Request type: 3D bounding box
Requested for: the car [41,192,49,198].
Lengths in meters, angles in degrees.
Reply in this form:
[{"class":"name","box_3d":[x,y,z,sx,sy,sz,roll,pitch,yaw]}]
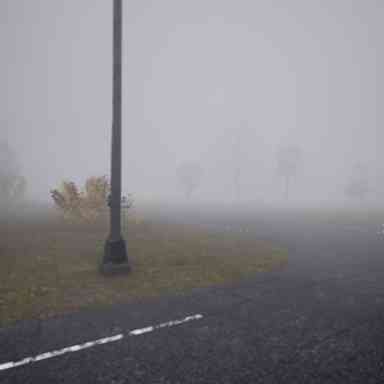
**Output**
[{"class":"car","box_3d":[-37.545,0.655,84.865,1.837,1.490,4.892,0,1,-28]}]
